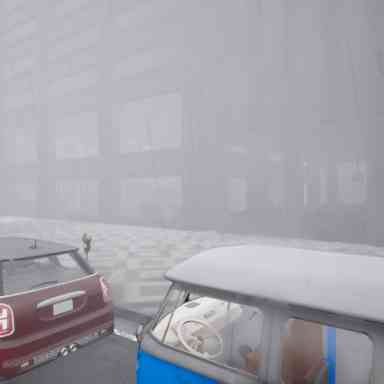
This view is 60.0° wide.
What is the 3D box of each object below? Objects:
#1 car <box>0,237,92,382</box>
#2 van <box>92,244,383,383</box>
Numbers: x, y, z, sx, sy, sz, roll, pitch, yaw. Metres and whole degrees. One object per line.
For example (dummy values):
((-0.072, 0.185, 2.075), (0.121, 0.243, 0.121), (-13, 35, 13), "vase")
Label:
((-3.163, 1.440, 5.217), (4.097, 1.590, 1.967), (0, 0, 35), "car")
((1.404, 1.341, 1.961), (3.998, 1.788, 1.690), (0, 0, 35), "van")
